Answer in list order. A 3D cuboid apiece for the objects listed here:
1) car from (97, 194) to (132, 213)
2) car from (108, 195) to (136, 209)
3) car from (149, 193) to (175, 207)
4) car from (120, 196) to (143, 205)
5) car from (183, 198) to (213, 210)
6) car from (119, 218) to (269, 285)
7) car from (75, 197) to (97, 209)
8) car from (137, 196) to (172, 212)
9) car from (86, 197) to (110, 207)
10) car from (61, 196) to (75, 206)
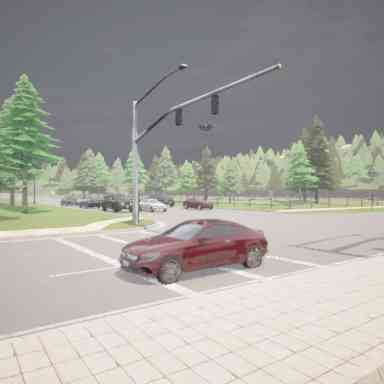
[{"bbox_3d":[-8.506,1.221,37.825,2.150,2.045,5.566,0,0,-36],"label":"car"},{"bbox_3d":[-9.691,1.352,45.582,2.097,1.767,4.553,0,0,-35],"label":"car"},{"bbox_3d":[-4.826,1.221,50.831,2.150,2.045,5.566,0,0,-35],"label":"car"},{"bbox_3d":[-10.950,1.547,59.594,2.033,1.411,5.357,0,0,-35],"label":"car"},{"bbox_3d":[0.750,1.478,42.900,1.882,1.535,5.008,0,0,-35],"label":"car"},{"bbox_3d":[0.241,1.526,9.658,4.674,1.442,1.812,0,0,-35],"label":"car"},{"bbox_3d":[-14.132,1.601,45.813,1.895,1.301,4.718,0,0,-35],"label":"car"},{"bbox_3d":[-4.637,1.526,38.424,1.812,1.442,4.674,0,0,-35],"label":"car"},{"bbox_3d":[-15.147,1.547,53.353,2.033,1.411,5.357,0,0,-35],"label":"car"},{"bbox_3d":[-20.055,1.505,54.266,1.837,1.490,4.892,0,0,-35],"label":"car"}]
